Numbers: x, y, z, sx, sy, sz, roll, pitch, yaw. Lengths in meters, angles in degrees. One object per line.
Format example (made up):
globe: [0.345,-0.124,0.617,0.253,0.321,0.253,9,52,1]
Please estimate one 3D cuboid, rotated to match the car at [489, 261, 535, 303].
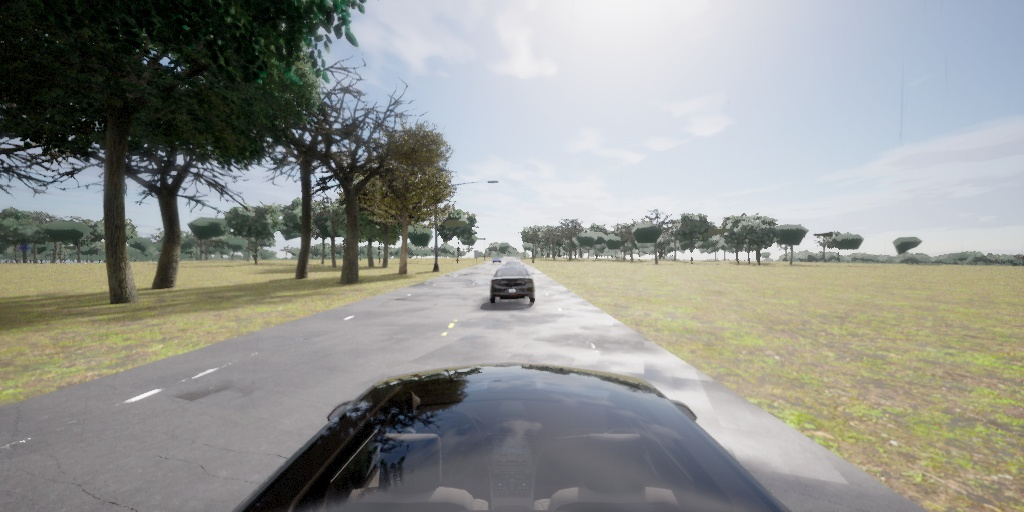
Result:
car: [0.014,1.194,16.454,1.882,1.535,5.008,-1,0,0]
